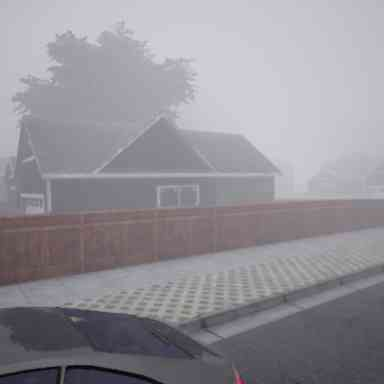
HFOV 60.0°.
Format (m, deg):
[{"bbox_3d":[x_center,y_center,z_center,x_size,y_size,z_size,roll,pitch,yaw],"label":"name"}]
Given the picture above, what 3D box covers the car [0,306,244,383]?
[{"bbox_3d":[-1.585,1.568,1.934,4.181,1.385,1.994,-1,1,-36],"label":"car"}]
